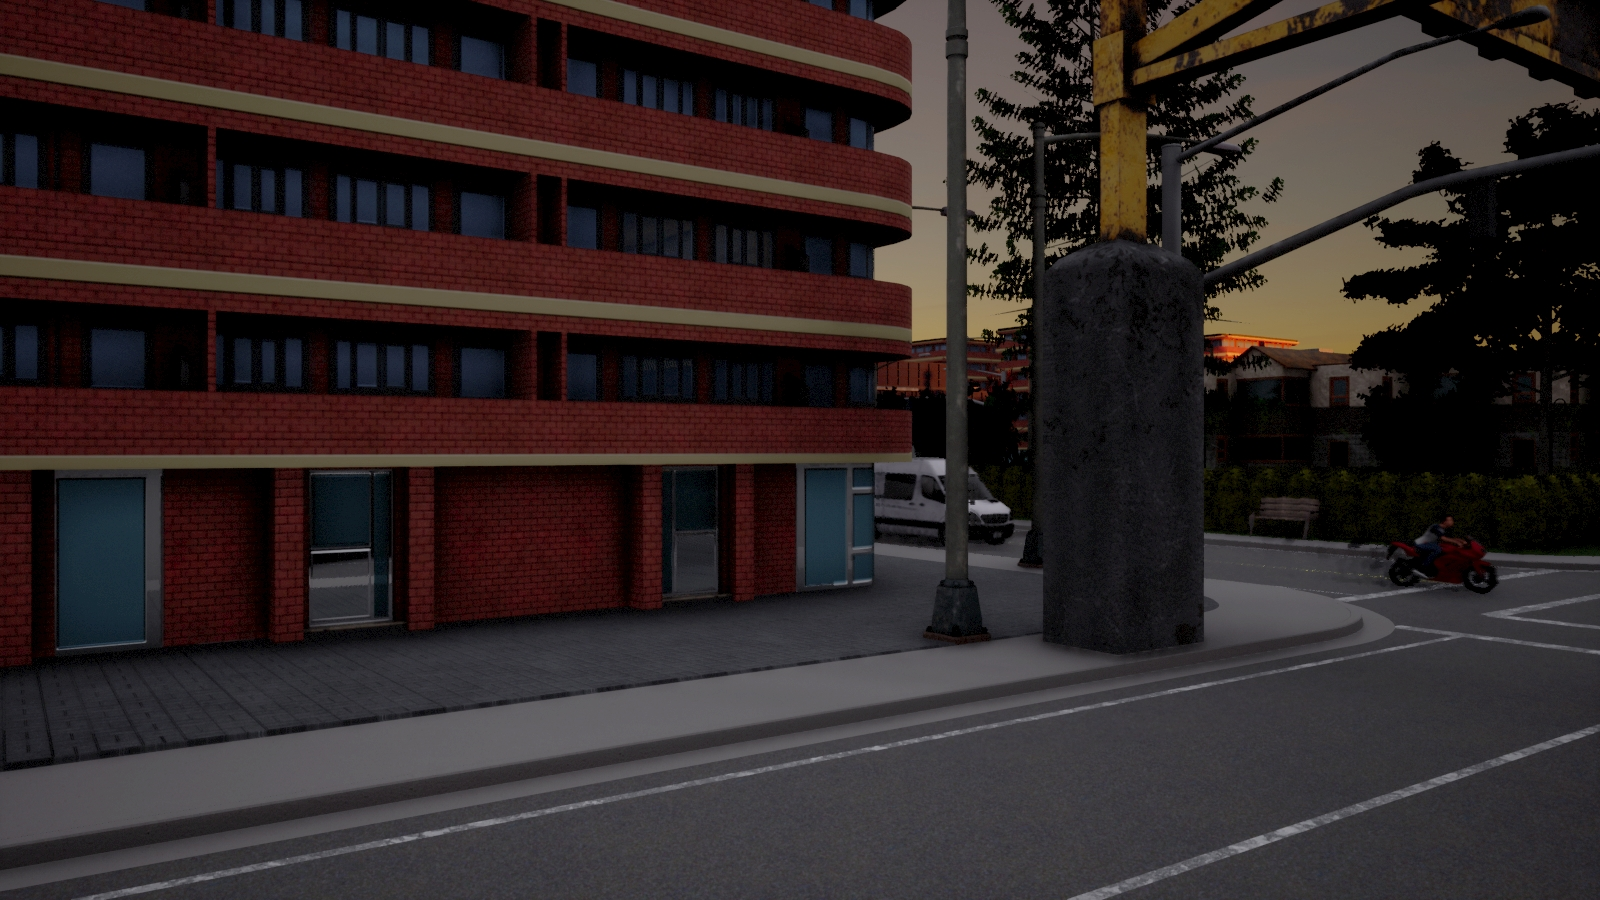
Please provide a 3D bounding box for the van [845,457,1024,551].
[{"bbox_3d":[3.935,1.524,34.730,1.988,2.561,5.915,0,0,-35],"label":"van"}]

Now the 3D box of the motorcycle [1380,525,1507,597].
[{"bbox_3d":[12.726,2.164,22.636,0.803,1.224,2.033,1,0,-41],"label":"motorcycle"}]
